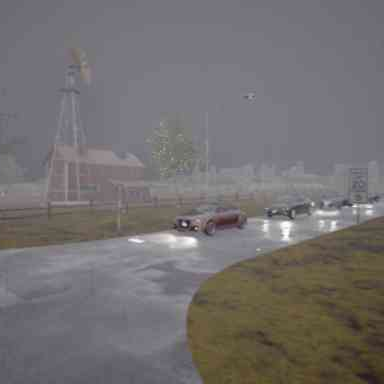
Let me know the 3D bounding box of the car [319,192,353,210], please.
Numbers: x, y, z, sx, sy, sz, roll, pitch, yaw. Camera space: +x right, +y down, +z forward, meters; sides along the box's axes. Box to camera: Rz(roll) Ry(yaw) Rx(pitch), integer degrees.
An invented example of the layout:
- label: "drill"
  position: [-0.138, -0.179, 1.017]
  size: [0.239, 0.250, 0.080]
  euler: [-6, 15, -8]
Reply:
- label: "car"
  position: [13.148, 0.727, 30.264]
  size: [2.128, 1.511, 4.902]
  euler: [1, 2, 42]

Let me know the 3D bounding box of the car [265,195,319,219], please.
- label: "car"
  position: [6.887, 0.975, 23.270]
  size: [1.837, 1.490, 4.892]
  euler: [1, 2, 42]

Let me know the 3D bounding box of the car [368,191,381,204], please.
- label: "car"
  position: [19.856, 0.580, 37.737]
  size: [1.895, 1.301, 4.718]
  euler: [1, 2, 42]

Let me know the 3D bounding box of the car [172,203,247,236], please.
- label: "car"
  position: [0.975, 1.252, 16.684]
  size: [1.994, 1.385, 4.181]
  euler: [1, 2, 42]
